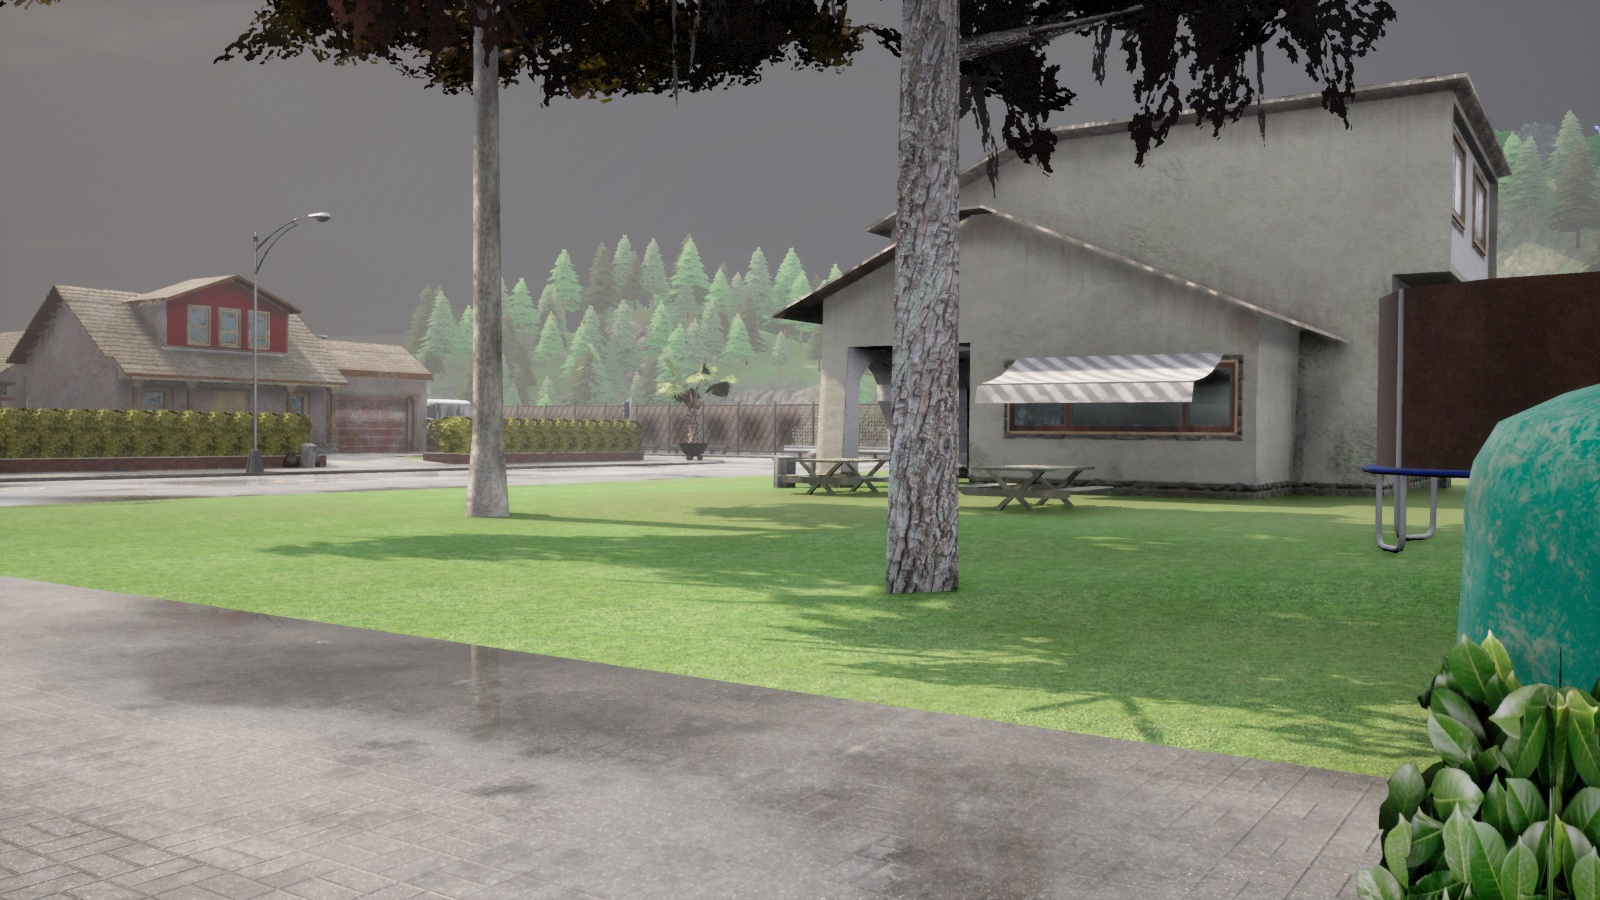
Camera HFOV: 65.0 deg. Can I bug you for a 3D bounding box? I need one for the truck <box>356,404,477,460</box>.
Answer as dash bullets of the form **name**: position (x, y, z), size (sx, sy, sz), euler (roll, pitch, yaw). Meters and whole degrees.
- **truck**: position (-24.410, -1.120, 79.860), size (7.936, 3.462, 2.891), euler (0, 1, 33)
